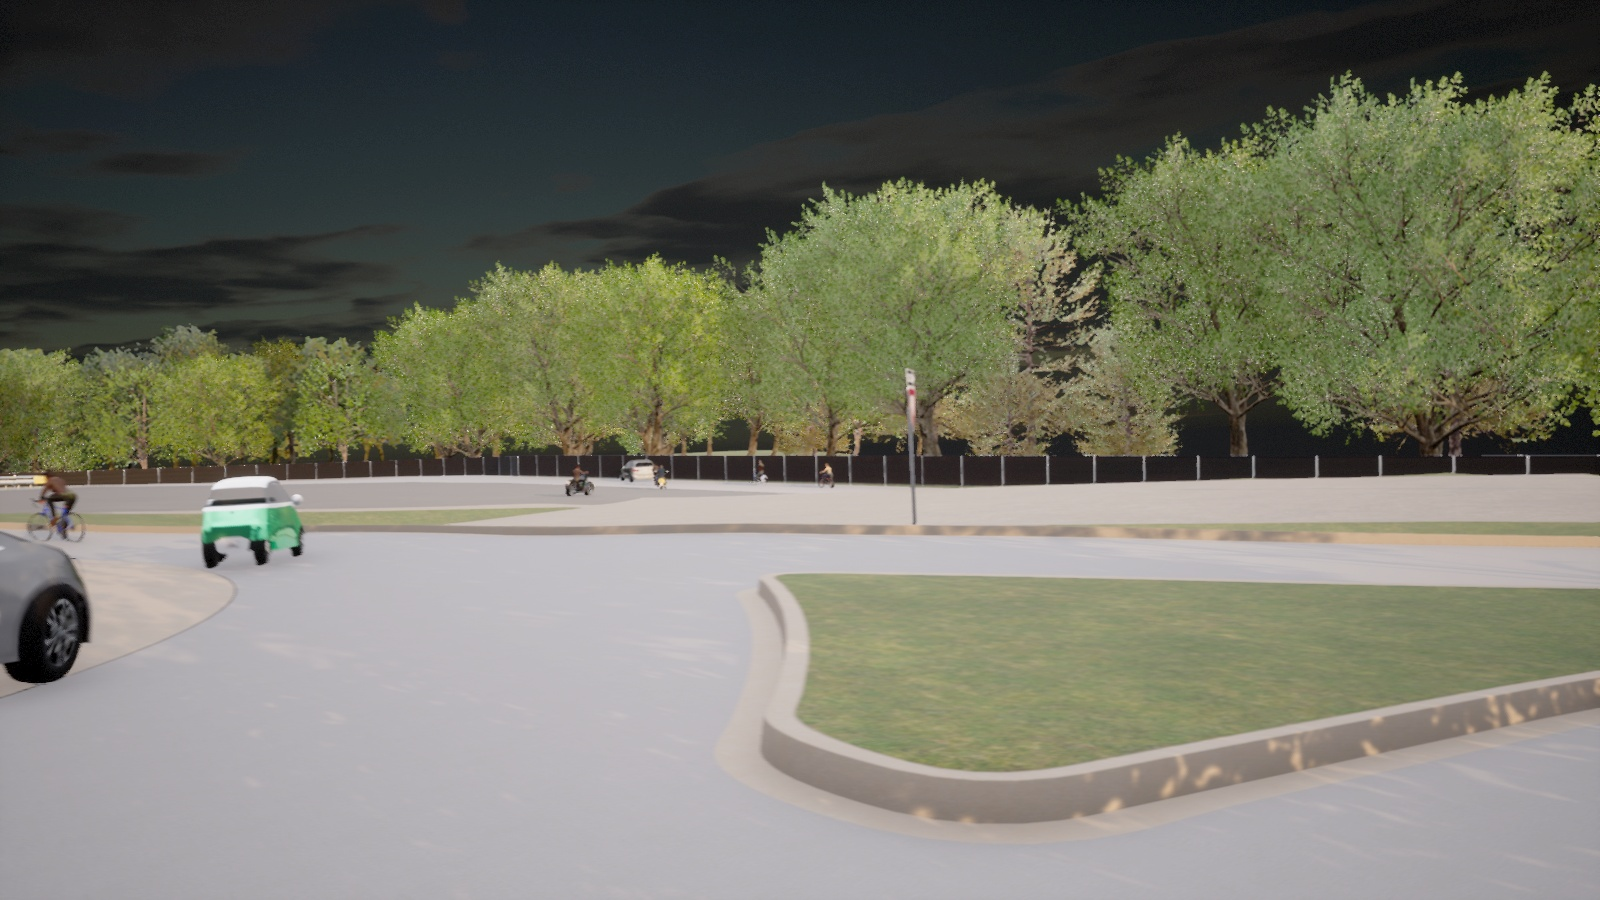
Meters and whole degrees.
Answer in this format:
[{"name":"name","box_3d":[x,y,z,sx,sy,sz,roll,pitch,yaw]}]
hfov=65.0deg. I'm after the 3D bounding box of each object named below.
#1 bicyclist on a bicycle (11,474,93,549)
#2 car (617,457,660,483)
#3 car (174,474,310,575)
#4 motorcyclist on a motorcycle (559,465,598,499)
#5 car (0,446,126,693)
[{"name":"bicyclist on a bicycle","box_3d":[-16.693,1.357,28.021,1.656,1.620,0.582,-1,2,19]},{"name":"car","box_3d":[-12.544,1.539,97.270,2.242,1.667,4.611,-4,3,-21]},{"name":"car","box_3d":[-8.917,1.151,20.207,1.481,1.376,2.207,-3,1,-12]},{"name":"motorcyclist on a motorcycle","box_3d":[-11.033,1.567,62.683,0.766,1.649,2.350,-2,-1,23]},{"name":"car","box_3d":[-6.647,0.809,7.735,2.242,1.667,4.611,1,0,4]}]
